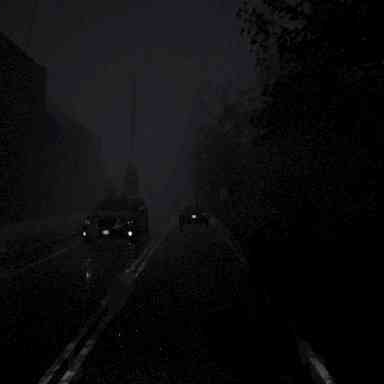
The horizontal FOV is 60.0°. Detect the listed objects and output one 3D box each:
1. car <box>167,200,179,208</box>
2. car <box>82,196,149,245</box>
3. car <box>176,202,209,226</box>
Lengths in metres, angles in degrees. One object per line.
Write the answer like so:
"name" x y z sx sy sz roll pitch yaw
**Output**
"car" -3.130 1.991 56.851 1.994 1.385 4.181 0 -1 1
"car" -3.331 1.207 15.652 2.150 2.045 5.566 0 0 0
"car" 0.138 1.582 23.424 1.994 1.385 4.181 0 0 0
